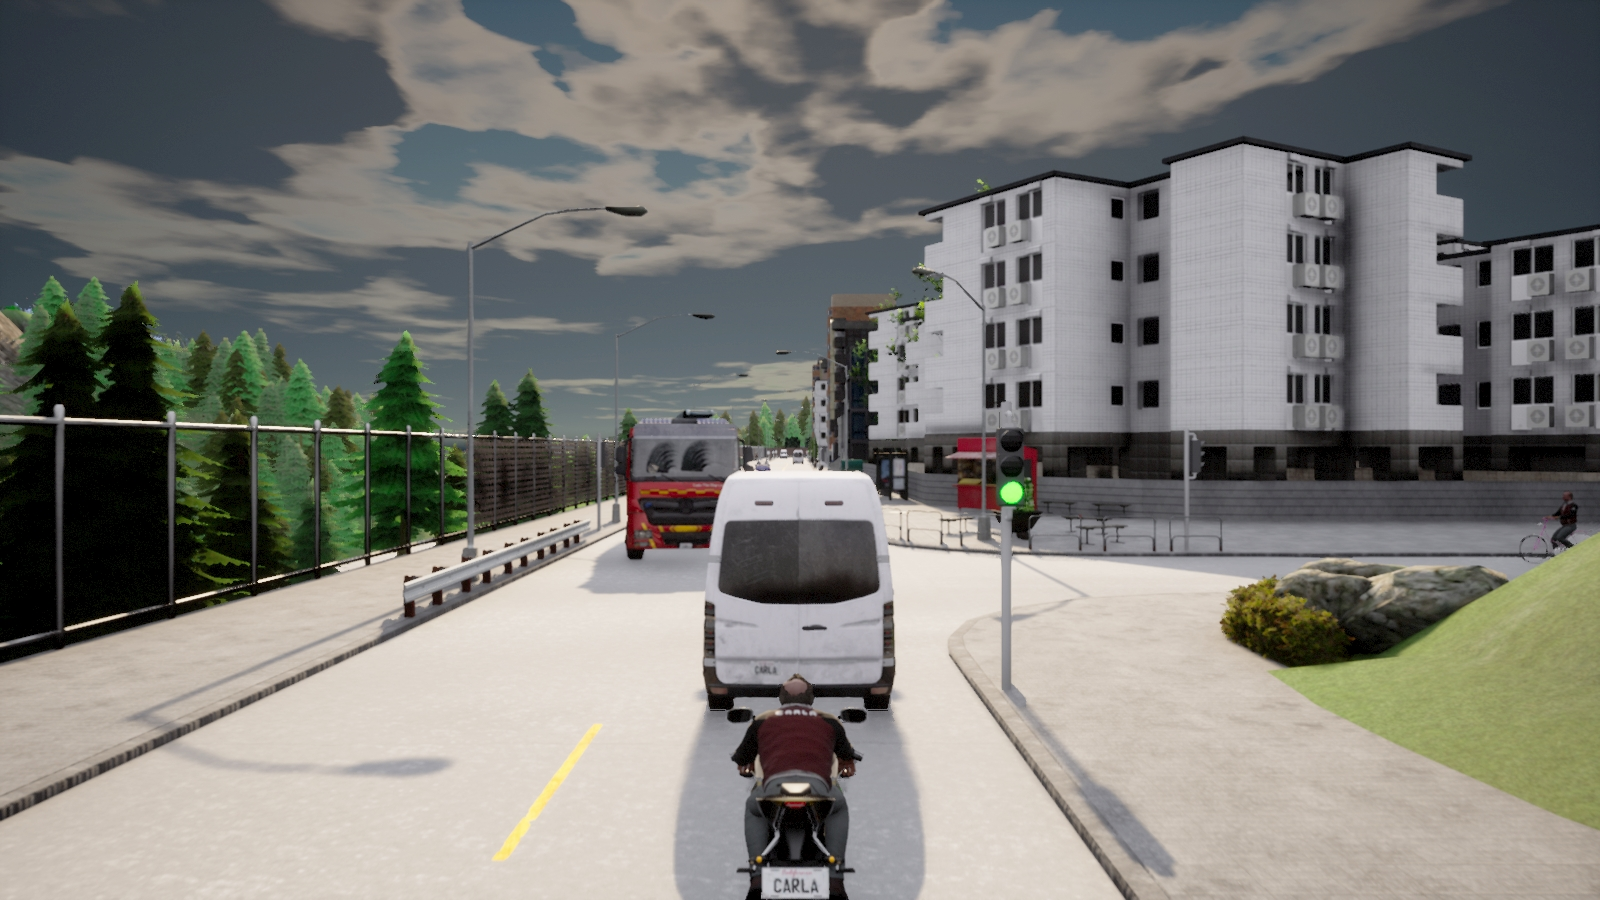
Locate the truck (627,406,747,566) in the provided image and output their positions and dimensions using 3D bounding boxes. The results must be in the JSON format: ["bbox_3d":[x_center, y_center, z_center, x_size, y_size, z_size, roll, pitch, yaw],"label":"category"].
[{"bbox_3d":[-3.314,0.857,31.693,2.891,3.827,8.468,0,0,-8],"label":"truck"}]

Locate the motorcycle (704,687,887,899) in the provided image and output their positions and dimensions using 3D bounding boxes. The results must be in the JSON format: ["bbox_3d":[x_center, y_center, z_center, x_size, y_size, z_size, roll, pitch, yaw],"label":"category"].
[{"bbox_3d":[-0.020,2.197,6.497,0.867,1.251,2.209,0,0,0],"label":"motorcycle"}]

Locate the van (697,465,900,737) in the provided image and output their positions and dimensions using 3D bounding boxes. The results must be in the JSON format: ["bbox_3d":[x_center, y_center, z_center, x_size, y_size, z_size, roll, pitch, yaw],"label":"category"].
[{"bbox_3d":[-0.021,1.519,14.121,1.988,2.561,5.915,0,0,0],"label":"van"}]

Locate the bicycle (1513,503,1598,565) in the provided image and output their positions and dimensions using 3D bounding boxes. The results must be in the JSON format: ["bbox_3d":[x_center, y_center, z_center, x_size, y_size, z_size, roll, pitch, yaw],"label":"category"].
[{"bbox_3d":[18.353,2.031,27.751,1.835,1.471,0.329,0,0,0],"label":"bicycle"}]
